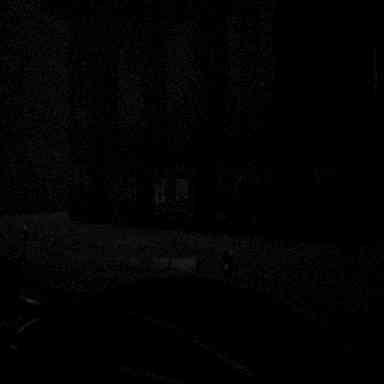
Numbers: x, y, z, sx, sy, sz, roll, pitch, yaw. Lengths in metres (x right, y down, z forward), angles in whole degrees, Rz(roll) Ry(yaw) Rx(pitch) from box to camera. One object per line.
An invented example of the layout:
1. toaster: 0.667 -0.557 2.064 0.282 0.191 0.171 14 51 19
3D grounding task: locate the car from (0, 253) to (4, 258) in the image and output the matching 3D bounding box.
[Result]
1. car: -5.109 1.565 6.612 4.313 1.339 1.947 0 0 36

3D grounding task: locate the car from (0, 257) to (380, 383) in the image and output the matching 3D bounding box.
1. car: -0.520 1.564 3.339 4.313 1.339 1.947 0 0 36
